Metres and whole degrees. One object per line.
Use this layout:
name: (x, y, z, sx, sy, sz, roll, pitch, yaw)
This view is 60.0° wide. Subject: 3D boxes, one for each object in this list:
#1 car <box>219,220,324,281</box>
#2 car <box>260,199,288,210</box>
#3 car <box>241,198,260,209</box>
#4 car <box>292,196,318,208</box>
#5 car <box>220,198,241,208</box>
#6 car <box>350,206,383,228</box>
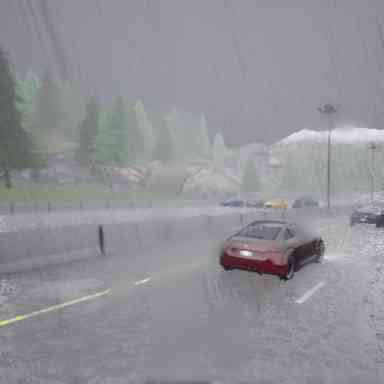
car: (2.567, 1.560, 10.112, 1.994, 1.385, 4.181, 1, 0, 36)
car: (11.922, 1.759, 47.104, 1.882, 1.535, 5.008, 1, 0, 37)
car: (9.753, 1.747, 50.052, 1.837, 1.490, 4.892, 1, -1, 36)
car: (15.966, 1.607, 46.673, 2.150, 2.045, 5.566, 1, -1, 36)
car: (6.090, 1.630, 50.987, 1.882, 1.535, 5.008, 1, 0, 37)
car: (12.969, 1.750, 24.462, 1.812, 1.442, 4.674, 1, 0, 36)
